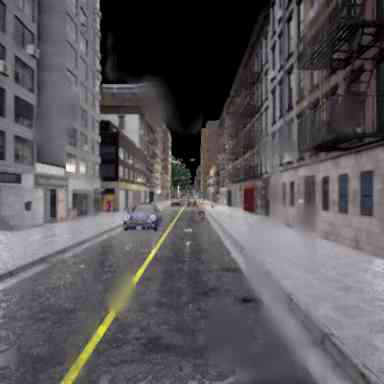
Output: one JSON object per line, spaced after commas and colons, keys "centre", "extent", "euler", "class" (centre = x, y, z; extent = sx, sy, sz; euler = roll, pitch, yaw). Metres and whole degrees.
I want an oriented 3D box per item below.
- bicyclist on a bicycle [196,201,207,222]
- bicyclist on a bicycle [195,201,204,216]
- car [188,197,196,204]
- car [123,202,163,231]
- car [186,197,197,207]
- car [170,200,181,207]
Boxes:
{"centre": [0.830, 1.670, 27.333], "extent": [0.866, 1.612, 1.509], "euler": [0, -1, 0], "class": "bicyclist on a bicycle"}
{"centre": [0.809, 1.746, 36.177], "extent": [0.866, 1.612, 1.509], "euler": [0, -1, 0], "class": "bicyclist on a bicycle"}
{"centre": [-0.005, 2.050, 81.929], "extent": [2.097, 1.767, 4.553], "euler": [0, 0, 0], "class": "car"}
{"centre": [-3.097, 1.537, 21.744], "extent": [2.097, 1.767, 4.553], "euler": [0, 0, 0], "class": "car"}
{"centre": [0.004, 2.082, 64.747], "extent": [1.812, 1.442, 4.674], "euler": [0, -1, 0], "class": "car"}
{"centre": [-3.024, 2.134, 62.229], "extent": [1.895, 1.301, 4.718], "euler": [0, 0, 1], "class": "car"}
